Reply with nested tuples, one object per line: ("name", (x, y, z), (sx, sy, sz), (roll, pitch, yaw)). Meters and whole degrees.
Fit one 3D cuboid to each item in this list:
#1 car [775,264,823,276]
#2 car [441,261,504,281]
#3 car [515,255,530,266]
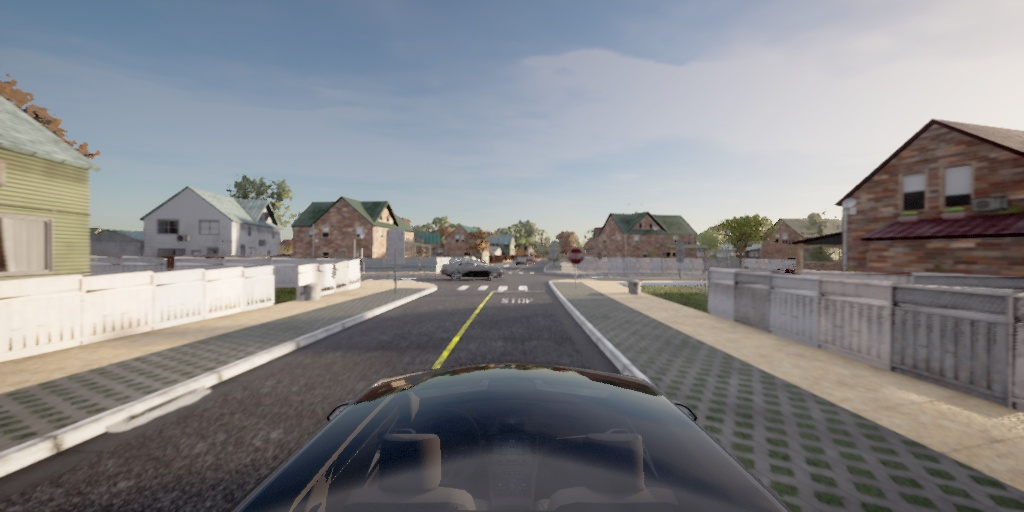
("car", (31.456, 1.543, 39.331), (4.718, 1.301, 1.895), (1, 0, -14))
("car", (-3.028, 1.106, 27.820), (4.902, 1.511, 2.128), (1, 0, -14))
("car", (1.713, 0.927, 64.688), (1.837, 1.490, 4.892), (0, 0, 8))
